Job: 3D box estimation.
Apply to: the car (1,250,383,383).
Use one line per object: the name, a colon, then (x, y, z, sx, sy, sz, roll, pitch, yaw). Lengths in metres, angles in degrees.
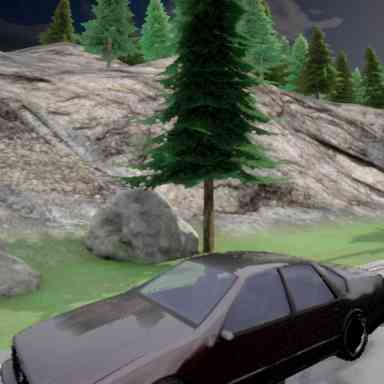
car: (0.605, 1.555, 4.416, 5.357, 1.411, 2.033, 0, 0, -35)
